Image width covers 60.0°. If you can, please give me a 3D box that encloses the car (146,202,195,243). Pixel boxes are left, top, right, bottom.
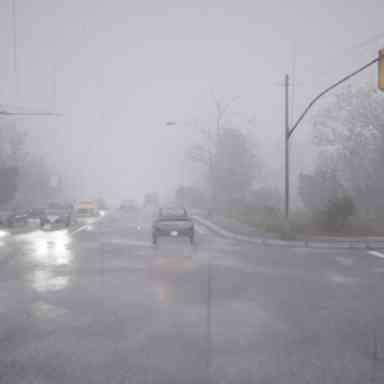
[{"bbox_3d":[-0.978,1.475,16.000,2.128,1.511,4.902,0,0,-6],"label":"car"}]

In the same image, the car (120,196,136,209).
[{"bbox_3d":[-8.506,1.597,44.222,1.895,1.301,4.718,0,0,-9],"label":"car"}]

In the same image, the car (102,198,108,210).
[{"bbox_3d":[-11.862,1.506,42.425,1.837,1.490,4.892,0,0,-9],"label":"car"}]

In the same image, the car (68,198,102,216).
[{"bbox_3d":[-10.275,1.465,32.273,1.882,1.535,5.008,0,0,-8],"label":"car"}]

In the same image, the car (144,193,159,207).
[{"bbox_3d":[-6.483,1.241,53.090,2.150,2.045,5.566,0,0,-9],"label":"car"}]

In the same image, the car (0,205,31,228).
[{"bbox_3d":[-12.420,1.565,22.181,1.994,1.385,4.181,0,0,-7],"label":"car"}]

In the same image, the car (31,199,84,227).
[{"bbox_3d":[-9.031,1.484,22.858,2.128,1.511,4.902,0,0,-11],"label":"car"}]

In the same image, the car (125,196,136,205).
[{"bbox_3d":[-11.564,1.562,62.794,1.882,1.535,5.008,0,0,-9],"label":"car"}]
